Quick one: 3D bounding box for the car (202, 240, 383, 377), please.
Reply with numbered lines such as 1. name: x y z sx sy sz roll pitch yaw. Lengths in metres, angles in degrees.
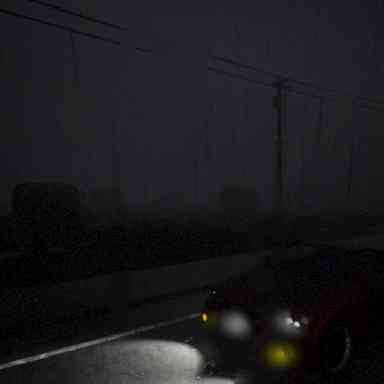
1. car: 2.211 1.563 5.566 4.181 1.385 1.994 0 0 -36
